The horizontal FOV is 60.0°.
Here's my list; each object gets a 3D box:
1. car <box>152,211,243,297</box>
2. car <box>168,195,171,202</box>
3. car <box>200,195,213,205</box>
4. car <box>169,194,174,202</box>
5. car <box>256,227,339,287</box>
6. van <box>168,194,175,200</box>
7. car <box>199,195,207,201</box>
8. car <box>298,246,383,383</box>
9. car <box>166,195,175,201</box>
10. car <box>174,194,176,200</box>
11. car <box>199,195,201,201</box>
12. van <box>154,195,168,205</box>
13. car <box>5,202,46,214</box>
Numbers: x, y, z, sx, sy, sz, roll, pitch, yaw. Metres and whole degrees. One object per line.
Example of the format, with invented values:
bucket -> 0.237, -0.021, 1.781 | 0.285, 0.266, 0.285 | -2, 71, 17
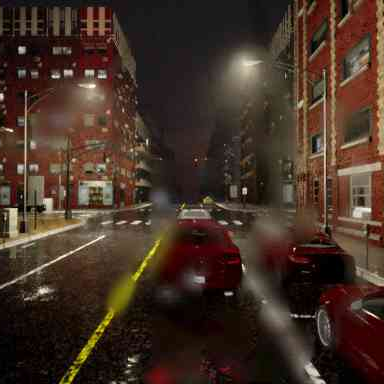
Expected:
car -> 0.111, 1.480, 8.649 | 1.882, 1.535, 5.008 | 0, 0, 0
car -> -5.583, 1.602, 63.925 | 1.802, 1.307, 4.206 | 1, 0, 0
car -> 2.789, 1.543, 58.391 | 1.752, 1.417, 4.829 | 1, 0, 0
car -> -5.566, 1.607, 75.229 | 1.802, 1.307, 4.206 | 1, 0, 0
car -> 2.851, 1.584, 8.967 | 1.802, 1.307, 4.206 | 1, 0, 0
van -> -5.537, 1.376, 92.186 | 1.690, 1.788, 3.998 | 1, 0, 0
car -> 2.831, 1.597, 86.482 | 1.947, 1.339, 4.313 | 1, 0, 0
car -> 2.672, 1.583, 3.311 | 1.802, 1.307, 4.206 | 1, 0, 0
car -> -5.549, 1.582, 86.534 | 2.008, 1.369, 4.403 | 1, 0, 0
car -> -5.557, 1.553, 80.712 | 1.752, 1.417, 4.829 | 1, 0, 0
car -> 2.823, 1.572, 80.831 | 1.887, 1.381, 4.507 | 1, 0, 0
van -> -5.588, 1.359, 58.273 | 1.690, 1.788, 3.998 | 1, 0, 0
car -> -18.655, 1.730, 37.382 | 4.313, 1.339, 1.947 | 0, -1, 0
